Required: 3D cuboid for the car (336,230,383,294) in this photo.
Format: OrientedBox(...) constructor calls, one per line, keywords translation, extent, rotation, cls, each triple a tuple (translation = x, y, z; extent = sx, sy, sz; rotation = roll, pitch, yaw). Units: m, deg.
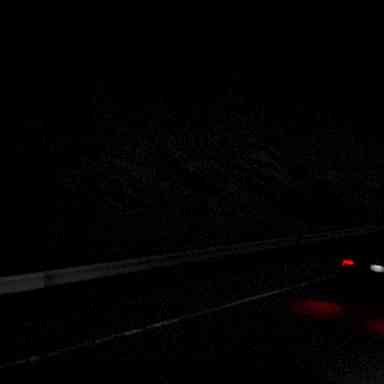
OrientedBox(translation=(5.598, 1.539, 8.039), extent=(5.357, 1.411, 2.033), rotation=(0, 0, -38), cls="car")
